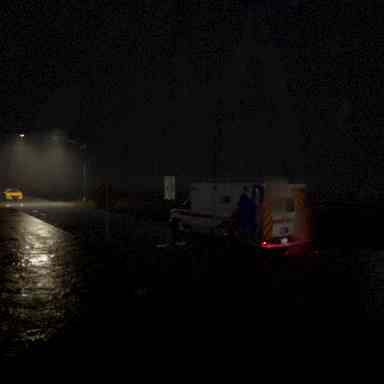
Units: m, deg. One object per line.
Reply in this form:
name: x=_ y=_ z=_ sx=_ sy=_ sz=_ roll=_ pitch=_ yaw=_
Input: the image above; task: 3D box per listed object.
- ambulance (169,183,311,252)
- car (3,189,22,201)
ambulance: x=1.449 y=0.881 z=13.508 sx=2.351 sy=2.431 sz=6.366 roll=0 pitch=1 yaw=-35
car: x=-24.608 y=0.362 z=45.641 sx=1.882 sy=1.535 sz=5.008 roll=0 pitch=1 yaw=-35
